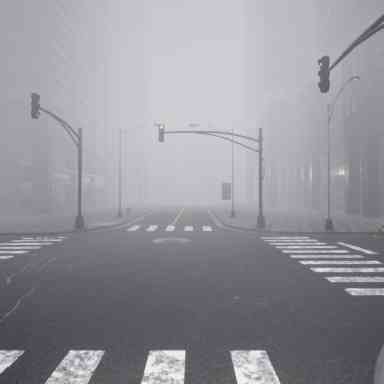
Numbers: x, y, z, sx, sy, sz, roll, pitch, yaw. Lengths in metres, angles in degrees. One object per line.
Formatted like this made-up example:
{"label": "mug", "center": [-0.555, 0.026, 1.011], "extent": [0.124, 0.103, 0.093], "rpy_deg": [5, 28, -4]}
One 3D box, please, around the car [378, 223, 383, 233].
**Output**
{"label": "car", "center": [11.756, 1.564, 16.241], "extent": [4.829, 1.417, 1.752], "rpy_deg": [0, -1, 0]}
